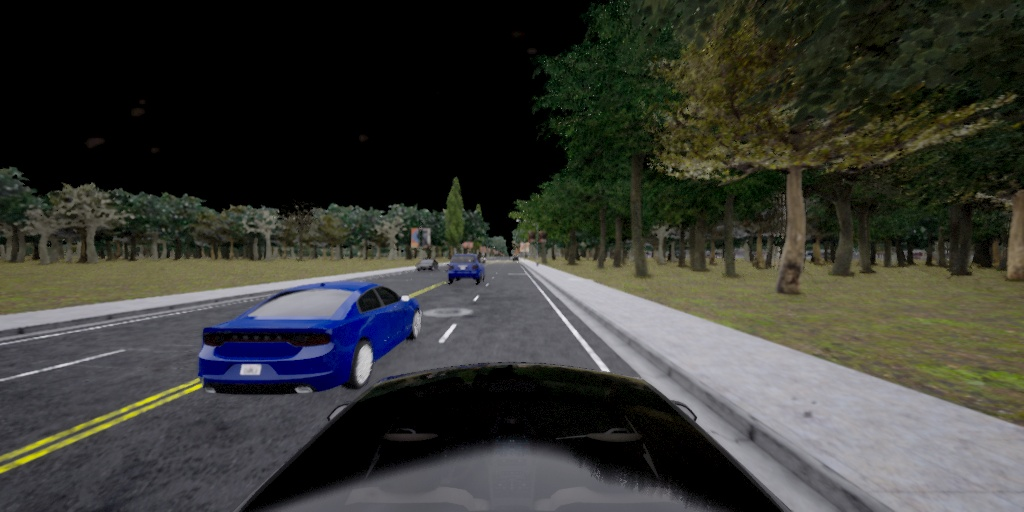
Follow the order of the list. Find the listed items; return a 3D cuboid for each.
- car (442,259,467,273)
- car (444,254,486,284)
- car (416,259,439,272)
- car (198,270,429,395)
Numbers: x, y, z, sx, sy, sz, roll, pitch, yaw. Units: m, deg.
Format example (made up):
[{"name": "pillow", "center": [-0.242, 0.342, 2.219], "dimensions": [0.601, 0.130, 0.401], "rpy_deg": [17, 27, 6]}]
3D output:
[{"name": "car", "center": [-6.613, 1.141, 41.835], "dimensions": [2.033, 1.411, 5.357], "rpy_deg": [0, 0, 0]}, {"name": "car", "center": [-3.163, 0.874, 25.646], "dimensions": [2.150, 2.045, 5.566], "rpy_deg": [0, 0, 0]}, {"name": "car", "center": [-9.859, 1.096, 42.300], "dimensions": [1.837, 1.490, 4.892], "rpy_deg": [0, 1, 0]}, {"name": "car", "center": [-3.153, 1.206, 6.802], "dimensions": [1.882, 1.535, 5.008], "rpy_deg": [0, 0, 0]}]
